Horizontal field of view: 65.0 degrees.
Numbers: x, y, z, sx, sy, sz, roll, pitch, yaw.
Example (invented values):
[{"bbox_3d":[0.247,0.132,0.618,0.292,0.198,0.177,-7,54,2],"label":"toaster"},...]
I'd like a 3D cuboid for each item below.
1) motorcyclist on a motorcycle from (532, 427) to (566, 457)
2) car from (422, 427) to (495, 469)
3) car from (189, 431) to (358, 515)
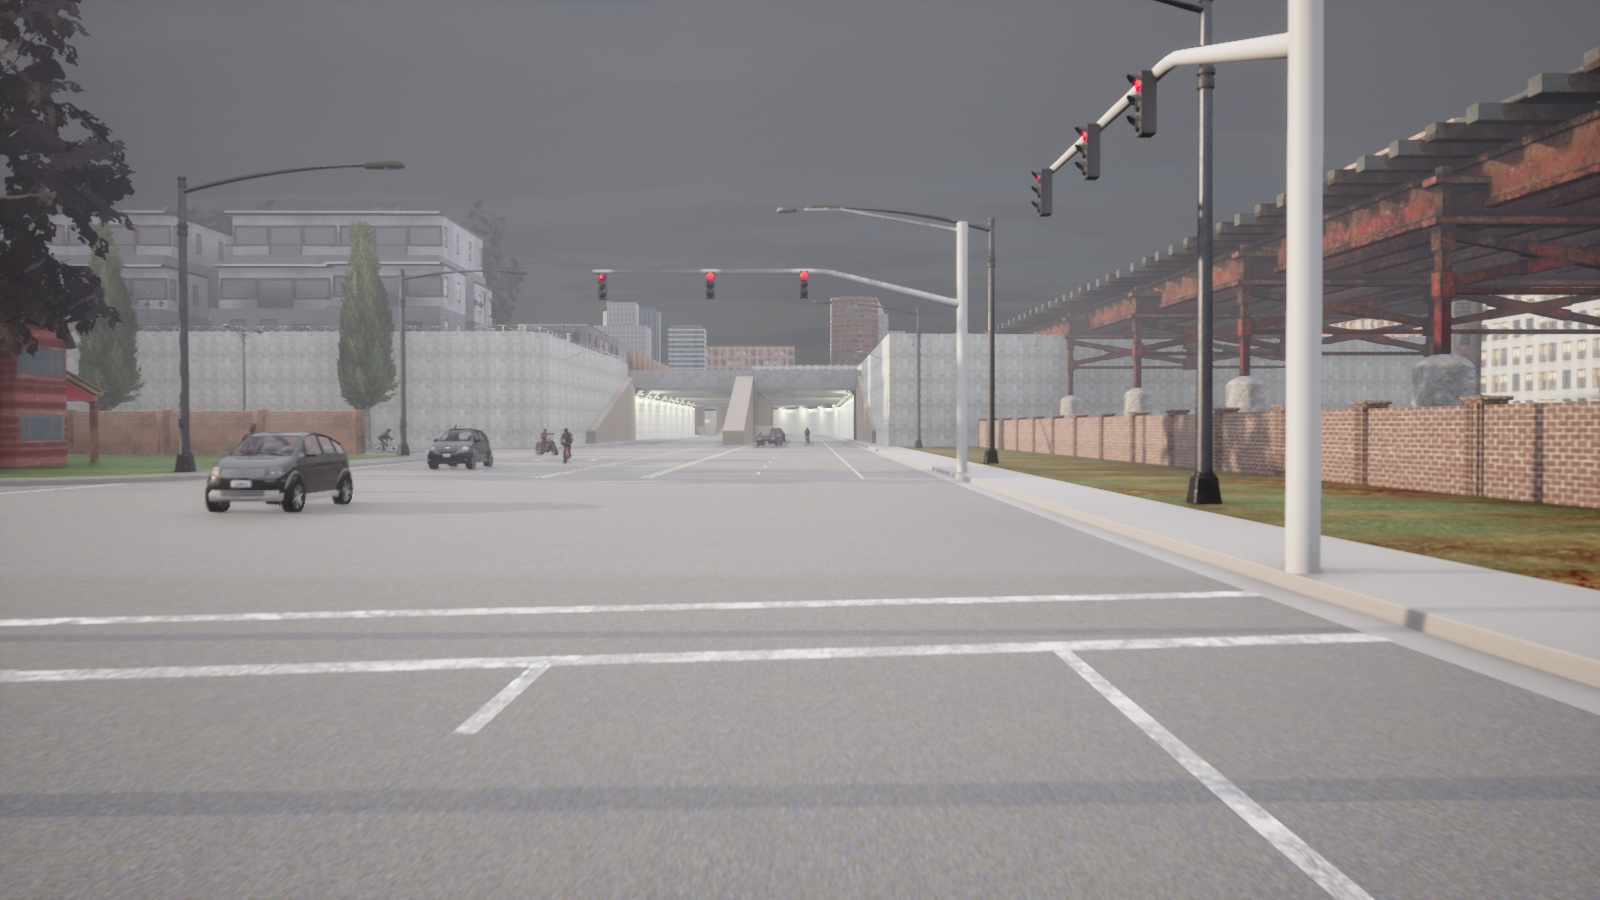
[{"bbox_3d":[-14.688,-0.474,73.373,0.766,1.649,2.350,-5,4,-43],"label":"motorcyclist on a motorcycle"},{"bbox_3d":[-13.690,-0.123,50.561,1.851,1.617,3.988,0,1,0],"label":"car"},{"bbox_3d":[-10.340,0.400,24.951,1.789,1.549,3.705,0,1,0],"label":"car"}]
